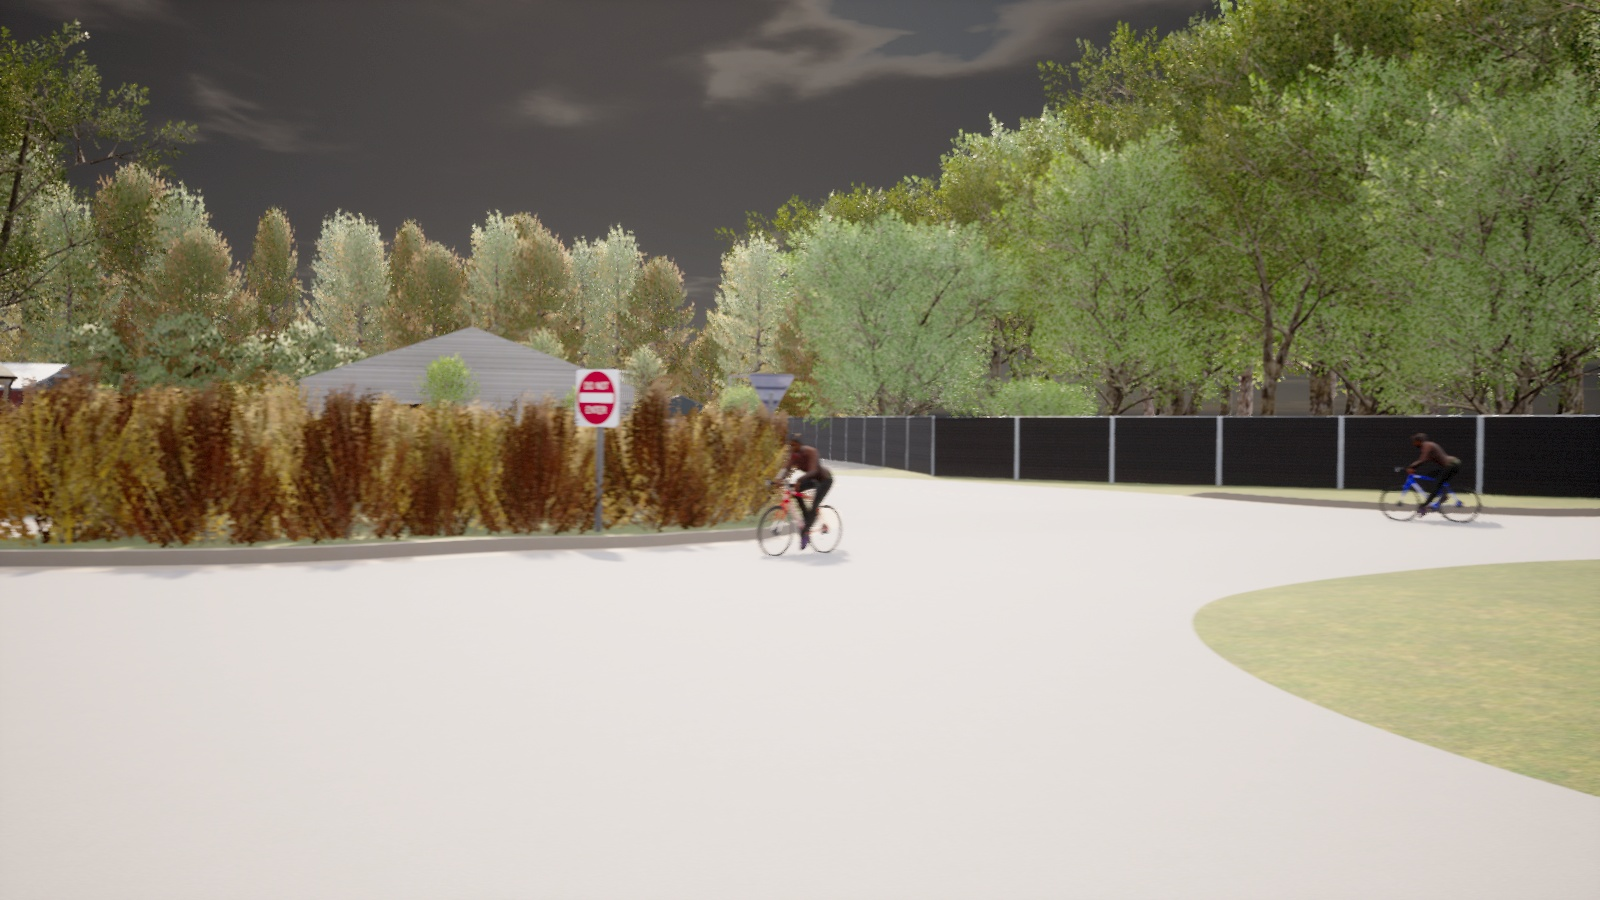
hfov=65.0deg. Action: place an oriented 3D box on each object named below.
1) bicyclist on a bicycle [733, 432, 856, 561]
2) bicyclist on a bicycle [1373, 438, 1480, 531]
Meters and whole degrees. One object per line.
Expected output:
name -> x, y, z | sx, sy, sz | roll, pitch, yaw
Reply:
bicyclist on a bicycle -> -0.052, 0.599, 16.636 | 0.582, 1.620, 1.656 | 3, 1, 43
bicyclist on a bicycle -> 11.296, 0.597, 22.669 | 1.656, 1.620, 0.582 | 0, 0, 34
